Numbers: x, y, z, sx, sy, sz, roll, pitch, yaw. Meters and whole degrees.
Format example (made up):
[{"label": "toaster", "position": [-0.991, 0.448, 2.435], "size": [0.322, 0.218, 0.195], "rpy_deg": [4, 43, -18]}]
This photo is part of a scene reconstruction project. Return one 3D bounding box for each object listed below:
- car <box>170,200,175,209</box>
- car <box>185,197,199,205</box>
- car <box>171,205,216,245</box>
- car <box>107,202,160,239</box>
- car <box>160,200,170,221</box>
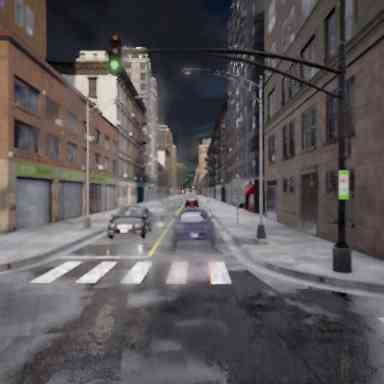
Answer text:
[{"label": "car", "position": [-3.083, 1.609, 40.673], "size": [1.895, 1.301, 4.718], "rpy_deg": [0, 0, 0]}, {"label": "car", "position": [-0.015, 1.484, 47.124], "size": [1.882, 1.535, 5.008], "rpy_deg": [0, 0, 0]}, {"label": "car", "position": [0.082, 1.533, 15.421], "size": [1.812, 1.442, 4.674], "rpy_deg": [0, 0, 0]}, {"label": "car", "position": [-3.100, 1.500, 17.554], "size": [2.128, 1.511, 4.902], "rpy_deg": [0, 0, -1]}, {"label": "car", "position": [-3.094, 1.536, 27.706], "size": [1.812, 1.442, 4.674], "rpy_deg": [0, 0, 0]}]
